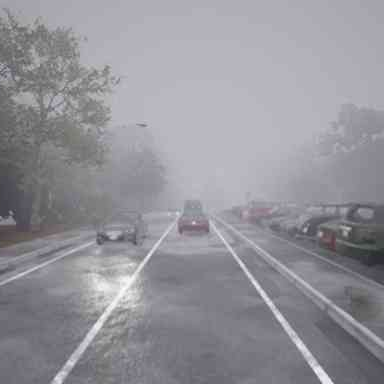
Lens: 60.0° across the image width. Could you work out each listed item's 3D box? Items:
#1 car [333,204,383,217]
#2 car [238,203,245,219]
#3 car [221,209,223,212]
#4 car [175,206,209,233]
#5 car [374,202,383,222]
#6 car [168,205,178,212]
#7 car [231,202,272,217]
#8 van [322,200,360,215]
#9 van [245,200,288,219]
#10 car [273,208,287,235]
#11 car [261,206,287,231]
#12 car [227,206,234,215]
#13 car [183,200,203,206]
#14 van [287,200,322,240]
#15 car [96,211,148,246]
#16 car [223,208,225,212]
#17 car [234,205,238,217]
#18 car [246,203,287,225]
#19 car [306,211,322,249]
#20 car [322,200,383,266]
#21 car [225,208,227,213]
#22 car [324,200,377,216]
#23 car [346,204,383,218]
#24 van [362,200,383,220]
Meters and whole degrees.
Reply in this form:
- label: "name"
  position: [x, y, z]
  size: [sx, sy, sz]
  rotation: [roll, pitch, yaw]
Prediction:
- label: "car"
  position: [20.014, 2.186, 39.851]
  size: [5.366, 1.575, 1.946]
  rotation: [0, -1, 0]
- label: "car"
  position: [7.107, 2.051, 31.766]
  size: [4.674, 1.452, 2.002]
  rotation: [0, -1, 0]
- label: "car"
  position: [6.950, 2.423, 48.404]
  size: [5.366, 1.575, 1.946]
  rotation: [0, -2, 0]
- label: "car"
  position: [0.116, 1.889, 22.214]
  size: [1.994, 1.385, 4.181]
  rotation: [0, -1, 0]
- label: "car"
  position: [20.153, 1.880, 31.548]
  size: [4.553, 1.767, 2.185]
  rotation: [0, -1, 0]
- label: "car"
  position: [-3.230, 2.949, 58.649]
  size: [1.895, 1.301, 4.718]
  rotation: [0, -2, 1]
- label: "car"
  position: [7.151, 2.071, 40.092]
  size: [4.553, 1.767, 2.185]
  rotation: [0, -1, 0]
- label: "van"
  position: [20.327, 2.111, 45.515]
  size: [4.442, 1.987, 1.878]
  rotation: [0, -2, 0]
- label: "van"
  position: [7.216, 1.724, 28.996]
  size: [4.442, 1.987, 1.878]
  rotation: [0, -1, 0]
- label: "car"
  position: [7.082, 1.746, 17.888]
  size: [4.674, 1.452, 2.002]
  rotation: [0, -1, 0]
- label: "car"
  position: [7.054, 1.797, 20.666]
  size: [4.792, 1.488, 2.163]
  rotation: [0, -1, 0]
- label: "car"
  position: [7.086, 1.882, 37.324]
  size: [5.566, 2.045, 2.435]
  rotation: [0, -1, 0]
- label: "car"
  position: [0.143, 1.953, 40.455]
  size: [2.150, 2.045, 5.566]
  rotation: [0, -2, 0]
- label: "van"
  position: [6.957, 1.420, 15.119]
  size: [4.442, 1.987, 1.878]
  rotation: [0, -1, 0]
- label: "car"
  position: [-3.340, 1.714, 16.596]
  size: [2.128, 1.511, 4.902]
  rotation: [0, -1, 0]
- label: "car"
  position: [7.136, 2.342, 45.636]
  size: [4.892, 1.521, 2.231]
  rotation: [0, -2, 0]
- label: "car"
  position: [7.139, 2.102, 34.541]
  size: [4.792, 1.488, 2.163]
  rotation: [0, -1, 0]
- label: "car"
  position: [7.100, 1.889, 26.216]
  size: [5.008, 1.535, 2.097]
  rotation: [0, -1, 0]
- label: "car"
  position: [7.098, 1.614, 12.332]
  size: [4.792, 1.488, 2.163]
  rotation: [0, -1, 0]
- label: "car"
  position: [7.092, 1.288, 9.584]
  size: [5.566, 2.045, 2.435]
  rotation: [0, 0, 0]
- label: "car"
  position: [7.131, 2.265, 42.865]
  size: [5.008, 1.535, 2.097]
  rotation: [0, -1, 0]
- label: "car"
  position: [20.232, 2.005, 42.625]
  size: [5.566, 2.045, 2.435]
  rotation: [0, -2, 0]
- label: "car"
  position: [20.188, 2.128, 37.084]
  size: [4.892, 1.521, 2.231]
  rotation: [0, -1, 0]
- label: "van"
  position: [20.306, 1.840, 34.319]
  size: [4.442, 1.987, 1.878]
  rotation: [0, -1, 0]
